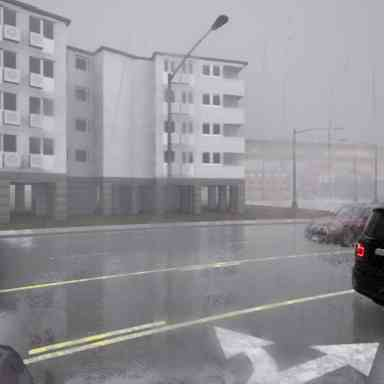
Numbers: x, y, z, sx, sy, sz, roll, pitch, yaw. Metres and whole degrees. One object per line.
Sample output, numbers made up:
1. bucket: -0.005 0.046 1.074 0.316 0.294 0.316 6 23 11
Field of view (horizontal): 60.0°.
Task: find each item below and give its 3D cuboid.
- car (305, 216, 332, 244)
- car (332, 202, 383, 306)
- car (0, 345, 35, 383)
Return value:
1. car: 7.242 1.347 14.506 4.553 1.767 2.097 0 0 -18
2. car: 5.621 1.219 6.262 5.566 2.045 2.150 0 0 -23
3. car: -3.381 1.548 1.190 5.357 1.411 2.033 0 0 -37
